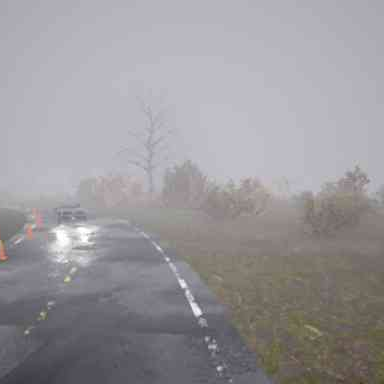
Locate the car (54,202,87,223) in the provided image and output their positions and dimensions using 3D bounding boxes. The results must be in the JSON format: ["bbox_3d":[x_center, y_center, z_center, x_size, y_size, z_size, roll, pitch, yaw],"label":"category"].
[{"bbox_3d":[-8.670,1.384,23.666,1.895,1.301,4.718,0,1,-26],"label":"car"}]

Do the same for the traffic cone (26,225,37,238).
[{"bbox_3d":[-7.510,1.817,15.403,0.340,0.580,0.340,0,1,-18],"label":"traffic cone"}]

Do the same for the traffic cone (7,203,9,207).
[{"bbox_3d":[-22.183,1.555,40.042,0.340,0.580,0.340,0,0,-43],"label":"traffic cone"}]

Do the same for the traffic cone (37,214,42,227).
[{"bbox_3d":[-9.177,1.772,19.923,0.340,0.580,0.340,0,1,-22],"label":"traffic cone"}]

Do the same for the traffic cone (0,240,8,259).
[{"bbox_3d":[-6.179,1.863,10.773,0.340,0.580,0.340,0,1,-14],"label":"traffic cone"}]

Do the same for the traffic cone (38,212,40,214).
[{"bbox_3d":[-11.172,1.727,24.308,0.340,0.580,0.340,0,1,-27],"label":"traffic cone"}]

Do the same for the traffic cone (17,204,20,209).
[{"bbox_3d":[-19.003,1.597,36.423,0.340,0.580,0.340,0,1,-39],"label":"traffic cone"}]

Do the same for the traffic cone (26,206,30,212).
[{"bbox_3d":[-16.098,1.640,32.580,0.340,0.580,0.340,0,1,-35],"label":"traffic cone"}]
